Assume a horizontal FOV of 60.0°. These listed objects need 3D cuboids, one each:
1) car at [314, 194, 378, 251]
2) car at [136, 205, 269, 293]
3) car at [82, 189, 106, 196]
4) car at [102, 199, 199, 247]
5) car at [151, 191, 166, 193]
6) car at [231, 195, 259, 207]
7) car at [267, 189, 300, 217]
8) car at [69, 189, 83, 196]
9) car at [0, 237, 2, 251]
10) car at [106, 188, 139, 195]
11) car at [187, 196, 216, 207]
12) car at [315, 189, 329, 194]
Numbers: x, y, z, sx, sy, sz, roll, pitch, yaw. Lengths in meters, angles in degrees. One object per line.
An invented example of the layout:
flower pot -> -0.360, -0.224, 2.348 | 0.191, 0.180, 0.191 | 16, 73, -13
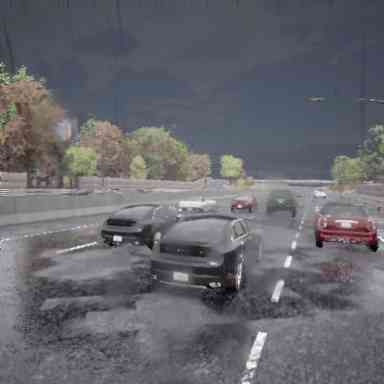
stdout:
car -> 6.194, 1.171, 13.761 | 2.097, 1.767, 4.553 | 1, 1, 20
car -> 0.642, 1.332, 8.581 | 1.837, 1.490, 4.892 | 1, 1, 20
car -> -12.227, 0.404, 44.858 | 1.812, 1.442, 4.674 | 1, 1, 21
car -> -1.509, 1.209, 12.835 | 1.837, 1.490, 4.892 | 1, 1, 20
car -> -4.700, 0.555, 45.025 | 2.033, 1.411, 5.357 | 1, 1, 21
car -> 4.780, 1.000, 29.809 | 1.812, 1.442, 4.674 | 1, 1, 20
car -> 7.451, 0.800, 26.929 | 2.150, 2.045, 5.566 | 1, 1, 20
car -> -15.198, 0.264, 46.889 | 1.882, 1.535, 5.008 | 1, 1, 21
car -> -7.054, 1.212, 7.937 | 1.837, 1.490, 4.892 | 1, 1, 20
car -> -8.783, 0.306, 44.069 | 2.097, 1.767, 4.553 | 1, 1, 20
car -> 0.641, 1.025, 28.704 | 1.895, 1.301, 4.718 | 1, 1, 20
car -> 28.004, 0.304, 72.603 | 2.150, 2.045, 5.566 | 1, 1, 20
